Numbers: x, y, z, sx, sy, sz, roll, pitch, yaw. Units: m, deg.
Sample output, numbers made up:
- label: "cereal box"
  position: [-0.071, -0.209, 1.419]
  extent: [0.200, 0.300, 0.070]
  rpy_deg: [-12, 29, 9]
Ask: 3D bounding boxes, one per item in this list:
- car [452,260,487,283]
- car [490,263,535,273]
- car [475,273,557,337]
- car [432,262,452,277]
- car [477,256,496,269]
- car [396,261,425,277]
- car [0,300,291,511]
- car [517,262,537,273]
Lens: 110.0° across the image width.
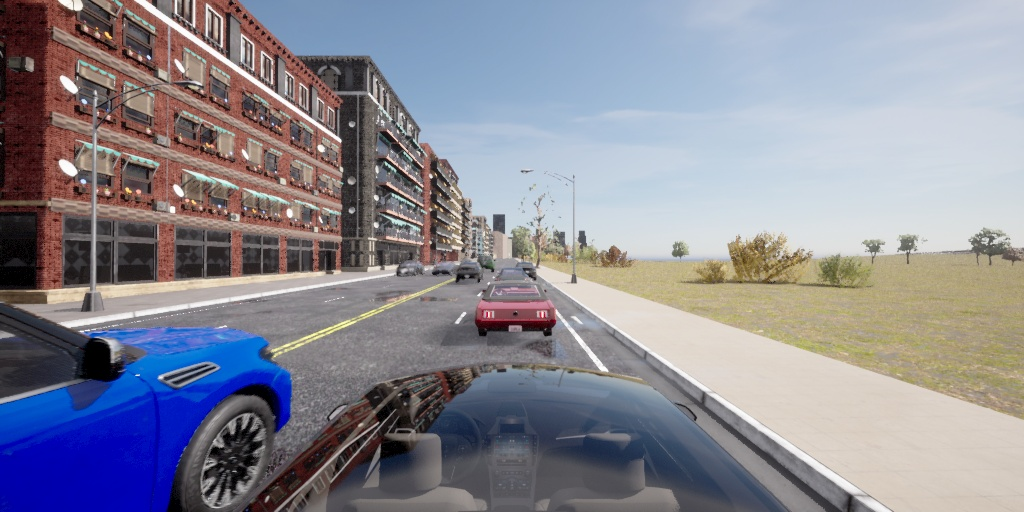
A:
- label: "car"
  position: [-3.227, 1.253, 28.089]
  extent: [1.837, 1.490, 4.892]
  rpy_deg: [0, -1, 0]
- label: "car"
  position: [0.037, 1.317, 20.353]
  extent: [1.994, 1.385, 4.181]
  rpy_deg: [0, 0, 0]
- label: "car"
  position: [0.076, 1.352, 10.322]
  extent: [1.895, 1.301, 4.718]
  rpy_deg: [0, 0, 0]
- label: "car"
  position: [-6.701, 1.301, 36.261]
  extent: [2.033, 1.411, 5.357]
  rpy_deg: [0, 0, 0]
- label: "car"
  position: [-3.266, 0.976, 45.010]
  extent: [2.150, 2.045, 5.566]
  rpy_deg: [0, 0, -1]
- label: "car"
  position: [-9.949, 1.245, 35.283]
  extent: [2.128, 1.511, 4.902]
  rpy_deg: [0, 0, 0]
- label: "car"
  position: [-3.148, 0.972, 0.984]
  extent: [2.150, 2.045, 5.566]
  rpy_deg: [0, 0, 0]
- label: "car"
  position: [1.054, 1.259, 30.347]
  extent: [1.837, 1.490, 4.892]
  rpy_deg: [0, 0, 0]
